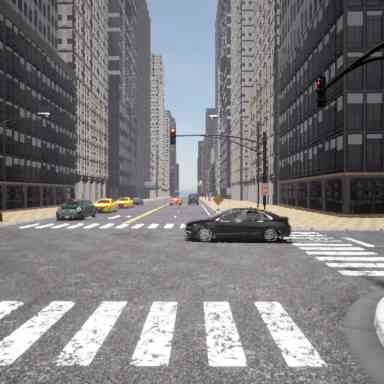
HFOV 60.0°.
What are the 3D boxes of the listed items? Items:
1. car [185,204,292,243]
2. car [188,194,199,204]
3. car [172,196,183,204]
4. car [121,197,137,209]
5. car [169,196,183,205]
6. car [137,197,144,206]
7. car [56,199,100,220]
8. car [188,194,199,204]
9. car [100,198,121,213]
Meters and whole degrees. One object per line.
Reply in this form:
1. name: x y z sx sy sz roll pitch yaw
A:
1. car: 2.119 1.513 15.535 4.892 1.490 1.837 1 0 3
2. car: 0.282 1.361 70.401 2.150 2.045 5.566 0 0 0
3. car: -2.971 1.633 70.170 2.128 1.511 4.902 0 0 0
4. car: -9.703 1.540 47.848 1.882 1.535 5.008 0 0 0
5. car: -2.971 1.452 59.982 2.097 1.767 4.553 0 0 0
6. car: -9.634 1.640 57.983 2.033 1.411 5.357 0 0 1
7. car: -9.766 1.374 28.275 2.097 1.767 4.553 0 0 0
8. car: 0.279 1.606 60.193 1.837 1.490 4.892 0 0 0
9. car: -9.741 1.516 37.462 1.882 1.535 5.008 0 0 0
